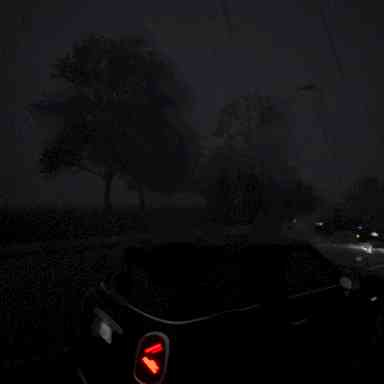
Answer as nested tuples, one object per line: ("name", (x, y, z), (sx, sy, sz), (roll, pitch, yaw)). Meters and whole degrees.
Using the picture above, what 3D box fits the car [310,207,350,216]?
("car", (7.449, 1.525, 17.903), (4.674, 1.442, 1.812), (0, 0, -36))

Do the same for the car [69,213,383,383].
("car", (0.908, 1.352, 4.395), (4.553, 1.767, 2.097), (0, 0, -35))

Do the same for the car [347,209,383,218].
("car", (9.119, 1.563, 14.795), (4.181, 1.385, 1.994), (0, 0, -35))
